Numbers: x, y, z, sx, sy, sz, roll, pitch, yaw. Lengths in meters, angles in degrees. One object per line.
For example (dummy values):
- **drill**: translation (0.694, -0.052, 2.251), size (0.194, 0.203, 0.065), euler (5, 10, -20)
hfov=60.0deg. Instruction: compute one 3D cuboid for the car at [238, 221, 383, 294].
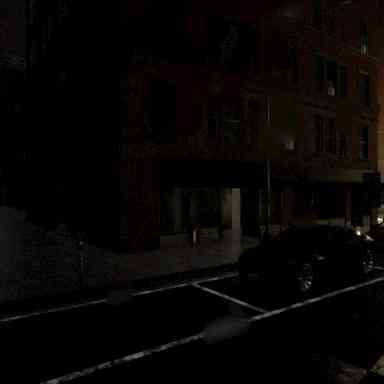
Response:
- **car**: translation (3.165, 1.565, 8.801), size (4.313, 1.339, 1.947), euler (0, 0, -36)
